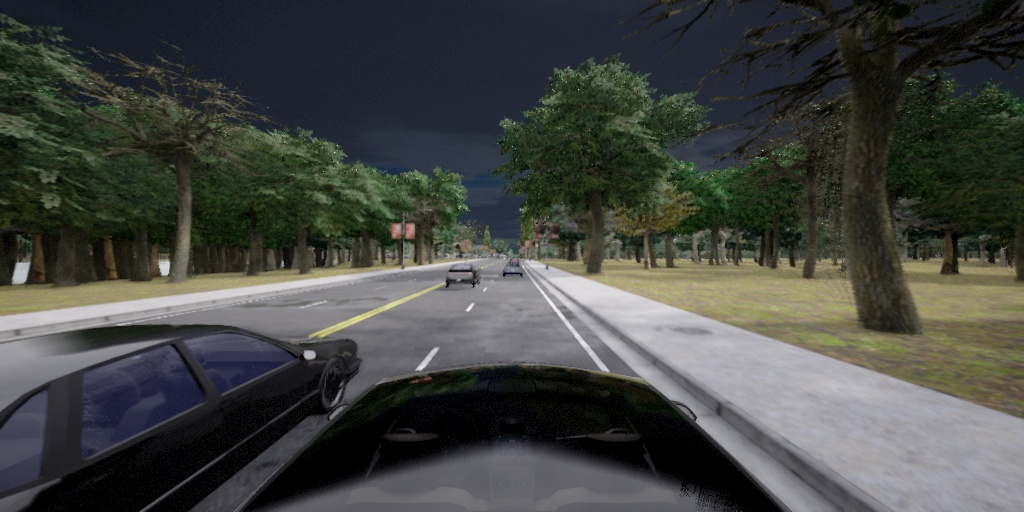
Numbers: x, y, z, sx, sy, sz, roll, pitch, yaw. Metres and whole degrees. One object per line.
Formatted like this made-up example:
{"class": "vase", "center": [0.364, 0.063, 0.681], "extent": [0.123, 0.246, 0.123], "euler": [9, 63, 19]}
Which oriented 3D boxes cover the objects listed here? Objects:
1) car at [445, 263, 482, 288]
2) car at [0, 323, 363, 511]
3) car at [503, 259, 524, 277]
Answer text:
{"class": "car", "center": [-3.105, 1.215, 23.436], "extent": [2.128, 1.511, 4.902], "euler": [0, 0, 0]}
{"class": "car", "center": [-3.151, 1.296, 2.917], "extent": [2.033, 1.411, 5.357], "euler": [0, 0, 0]}
{"class": "car", "center": [0.116, 1.279, 35.075], "extent": [1.994, 1.385, 4.181], "euler": [0, 0, 1]}
